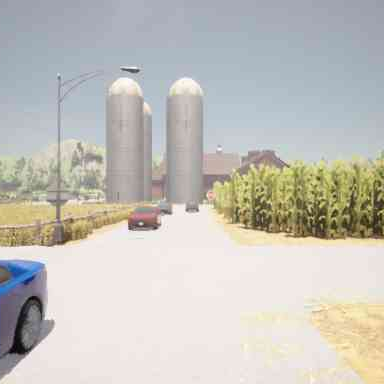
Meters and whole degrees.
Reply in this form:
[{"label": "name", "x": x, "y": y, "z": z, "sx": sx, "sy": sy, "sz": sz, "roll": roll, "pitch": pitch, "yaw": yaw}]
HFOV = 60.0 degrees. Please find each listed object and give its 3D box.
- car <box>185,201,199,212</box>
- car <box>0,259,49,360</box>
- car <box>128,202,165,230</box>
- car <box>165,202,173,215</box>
[{"label": "car", "x": 0.028, "y": 1.966, "z": 46.286, "sx": 2.033, "sy": 1.411, "sz": 5.357, "roll": 0, "pitch": 0, "yaw": 0}, {"label": "car", "x": -3.210, "y": 1.485, "z": 3.278, "sx": 1.882, "sy": 1.535, "sz": 5.008, "roll": 0, "pitch": 0, "yaw": 0}, {"label": "car", "x": -3.204, "y": 1.722, "z": 23.108, "sx": 1.882, "sy": 1.535, "sz": 5.008, "roll": 0, "pitch": 0, "yaw": -1}, {"label": "car", "x": -3.236, "y": 1.934, "z": 39.365, "sx": 2.033, "sy": 1.411, "sz": 5.357, "roll": 0, "pitch": 0, "yaw": 0}]
